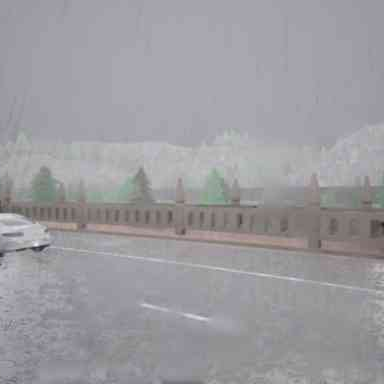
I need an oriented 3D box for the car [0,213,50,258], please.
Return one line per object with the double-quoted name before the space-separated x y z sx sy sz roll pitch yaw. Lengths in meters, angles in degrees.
"car" -7.226 1.508 12.214 4.674 1.442 1.812 0 0 29
